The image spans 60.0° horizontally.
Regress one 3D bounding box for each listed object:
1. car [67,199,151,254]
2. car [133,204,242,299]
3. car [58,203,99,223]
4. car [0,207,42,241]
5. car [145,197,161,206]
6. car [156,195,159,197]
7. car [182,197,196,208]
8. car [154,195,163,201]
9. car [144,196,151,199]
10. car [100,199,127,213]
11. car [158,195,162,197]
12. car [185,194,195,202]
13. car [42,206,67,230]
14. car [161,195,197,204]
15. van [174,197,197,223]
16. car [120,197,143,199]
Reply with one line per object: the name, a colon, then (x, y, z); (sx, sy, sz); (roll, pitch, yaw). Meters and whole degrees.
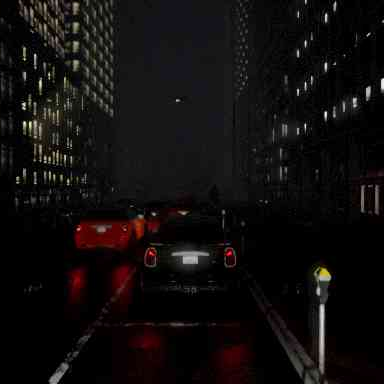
car: (-3.148, 1.349, 13.691); (2.097, 1.767, 4.553); (0, 0, 0)
car: (-0.033, 1.351, 8.621); (2.097, 1.767, 4.553); (0, 0, 0)
car: (-8.843, 1.577, 26.356); (1.802, 1.307, 4.206); (-1, 0, 0)
car: (-8.843, 1.542, 14.989); (1.887, 1.381, 4.507); (-1, 0, 0)
car: (-3.054, 1.502, 29.171); (1.837, 1.490, 4.892); (0, 1, 0)
car: (-8.843, 1.509, 77.339); (1.752, 1.417, 4.829); (-1, 0, 0)
car: (-0.463, 1.541, 49.090); (2.008, 1.369, 4.403); (-1, 0, 0)
car: (-8.844, 1.545, 88.876); (1.947, 1.339, 4.313); (-1, 0, 0)
car: (-8.843, 1.570, 60.458); (1.802, 1.307, 4.206); (-1, 0, 0)
car: (-8.844, 1.544, 37.723); (2.008, 1.369, 4.403); (-1, 0, 0)
car: (-3.052, 1.483, 45.666); (2.128, 1.511, 4.902); (0, 0, 0)
car: (-0.465, 1.298, 77.509); (2.192, 1.841, 5.009); (-1, 0, 0)
car: (-8.844, 1.547, 20.672); (2.008, 1.369, 4.403); (-1, 0, 0)
car: (-0.465, 1.311, 20.672); (2.192, 1.841, 5.009); (-1, 0, 0)
van: (-0.465, 1.336, 26.356); (1.690, 1.788, 3.998); (-1, 0, 0)
car: (-6.239, 1.346, 31.229); (2.097, 1.767, 4.553); (0, 0, 0)
